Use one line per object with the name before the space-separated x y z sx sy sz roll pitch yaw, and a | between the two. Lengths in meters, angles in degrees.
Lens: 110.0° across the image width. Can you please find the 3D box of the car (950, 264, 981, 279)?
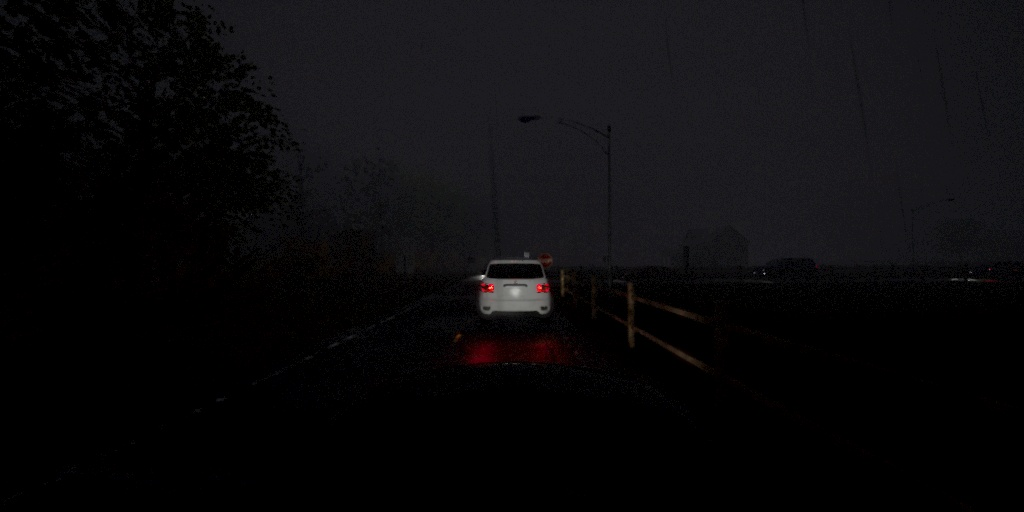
car | 45.026 1.437 33.925 5.357 1.411 2.033 0 -1 -1

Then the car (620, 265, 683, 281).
car | 12.957 1.578 33.435 5.357 1.411 2.033 0 -1 0

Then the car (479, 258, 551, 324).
car | 0.089 1.089 12.671 2.150 2.045 5.566 0 0 0

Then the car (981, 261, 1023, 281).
car | 44.501 1.192 31.083 4.553 1.767 2.097 0 -1 -1

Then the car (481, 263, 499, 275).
car | -2.884 1.710 47.897 2.128 1.511 4.902 0 -1 0

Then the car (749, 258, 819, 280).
car | 25.470 1.201 33.642 5.566 2.045 2.150 0 -1 -1

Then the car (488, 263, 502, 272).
car | -2.859 1.882 60.798 2.033 1.411 5.357 0 -1 0
